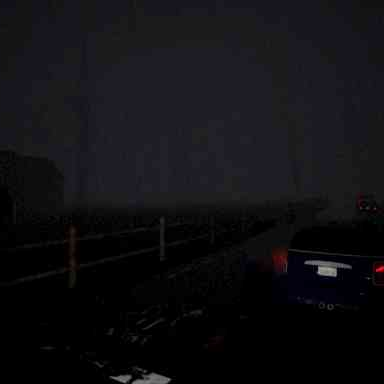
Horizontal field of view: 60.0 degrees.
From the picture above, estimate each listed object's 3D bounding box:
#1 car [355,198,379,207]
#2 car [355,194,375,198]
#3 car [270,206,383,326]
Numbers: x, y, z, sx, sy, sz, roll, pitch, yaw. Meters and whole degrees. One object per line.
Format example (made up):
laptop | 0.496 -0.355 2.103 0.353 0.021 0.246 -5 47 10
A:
car | 17.790 1.582 33.676 2.033 1.411 5.357 0 0 28
car | 22.408 1.276 43.005 2.150 2.045 5.566 0 0 26
car | 3.336 1.356 7.425 2.097 1.767 4.553 0 0 30
